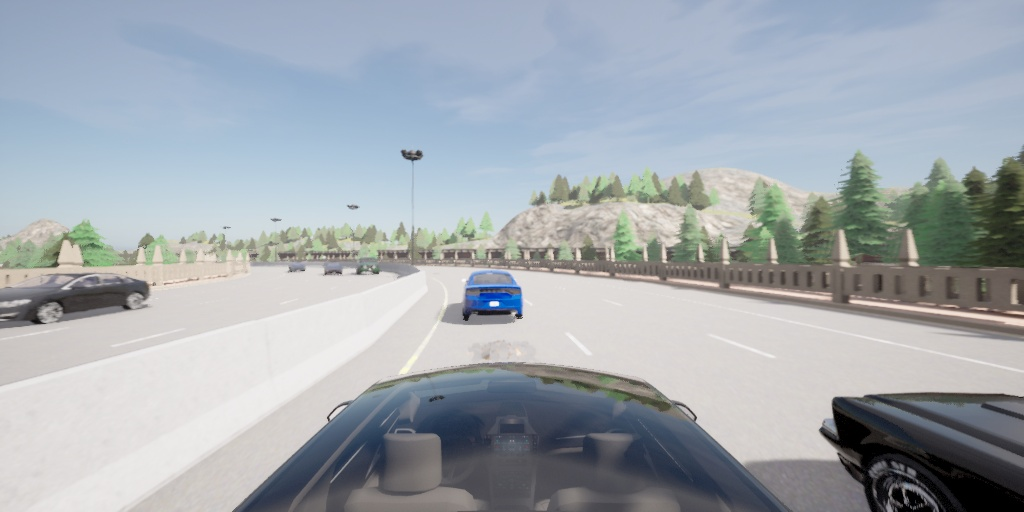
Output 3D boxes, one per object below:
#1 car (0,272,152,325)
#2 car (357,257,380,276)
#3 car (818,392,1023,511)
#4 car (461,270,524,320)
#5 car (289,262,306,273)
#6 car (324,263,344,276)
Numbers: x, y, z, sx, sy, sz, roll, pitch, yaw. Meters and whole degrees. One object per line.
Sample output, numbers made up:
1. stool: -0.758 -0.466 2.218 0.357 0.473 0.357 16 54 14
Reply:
1. car: -14.977 1.323 12.121 2.128 1.511 4.902 0 0 -8
2. car: -16.436 1.127 40.871 2.150 2.045 5.566 0 0 -26
3. car: 3.491 1.337 0.811 1.895 1.301 4.718 0 0 0
4. car: -0.774 1.233 12.818 1.882 1.535 5.008 0 0 -6
5. car: -30.338 1.604 50.685 2.033 1.411 5.357 -1 0 -35
6. car: -20.449 1.490 41.144 2.033 1.411 5.357 0 0 -27
